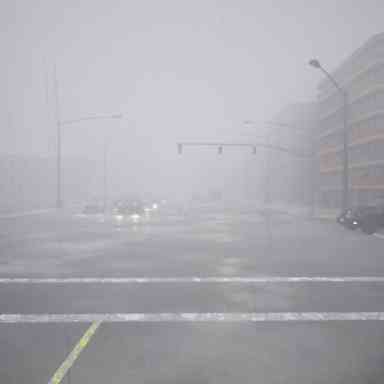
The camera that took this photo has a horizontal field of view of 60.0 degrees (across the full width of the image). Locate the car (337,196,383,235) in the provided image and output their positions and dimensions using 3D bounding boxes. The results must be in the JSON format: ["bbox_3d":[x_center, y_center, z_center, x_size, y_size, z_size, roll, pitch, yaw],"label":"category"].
[{"bbox_3d":[10.978,1.211,18.214,5.566,2.045,2.150,1,0,-1],"label":"car"}]

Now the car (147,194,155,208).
[{"bbox_3d":[-6.293,1.270,43.453,1.812,1.442,4.674,0,1,0],"label":"car"}]

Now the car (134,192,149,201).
[{"bbox_3d":[-9.664,0.863,64.584,2.128,1.511,4.902,0,1,1],"label":"car"}]

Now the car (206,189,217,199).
[{"bbox_3d":[4.412,0.416,75.716,2.150,2.045,5.566,0,1,0],"label":"car"}]

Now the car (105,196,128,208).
[{"bbox_3d":[-9.793,1.307,43.557,1.994,1.385,4.181,0,1,0],"label":"car"}]

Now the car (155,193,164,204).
[{"bbox_3d":[-6.250,1.053,53.849,2.128,1.511,4.902,0,1,0],"label":"car"}]

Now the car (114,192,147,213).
[{"bbox_3d":[-6.323,1.220,34.570,2.097,1.767,4.553,0,1,0],"label":"car"}]

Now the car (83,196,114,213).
[{"bbox_3d":[-9.821,1.219,34.915,2.097,1.767,4.553,0,1,0],"label":"car"}]

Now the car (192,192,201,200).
[{"bbox_3d":[0.880,0.948,65.843,1.895,1.301,4.718,0,1,0],"label":"car"}]

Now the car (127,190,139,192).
[{"bbox_3d":[-9.744,0.777,54.212,2.150,2.045,5.566,0,1,0],"label":"car"}]

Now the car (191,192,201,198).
[{"bbox_3d":[0.912,0.637,75.819,2.033,1.411,5.357,0,1,0],"label":"car"}]

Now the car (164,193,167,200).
[{"bbox_3d":[-6.140,0.931,66.859,1.895,1.301,4.718,0,1,1],"label":"car"}]

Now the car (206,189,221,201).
[{"bbox_3d":[4.478,0.582,65.100,2.150,2.045,5.566,0,1,0],"label":"car"}]
